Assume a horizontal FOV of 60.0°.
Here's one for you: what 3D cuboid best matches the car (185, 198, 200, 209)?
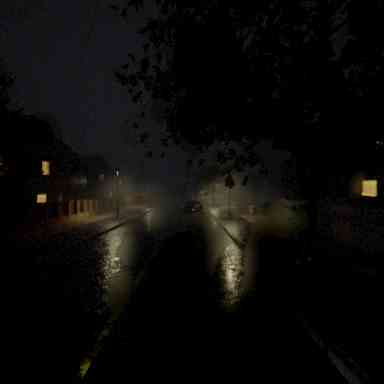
[{"bbox_3d":[0.070,1.577,46.274,1.895,1.301,4.718,0,0,0],"label":"car"}]

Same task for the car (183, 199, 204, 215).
[{"bbox_3d":[0.110,1.449,33.249,2.128,1.511,4.902,0,0,0],"label":"car"}]
